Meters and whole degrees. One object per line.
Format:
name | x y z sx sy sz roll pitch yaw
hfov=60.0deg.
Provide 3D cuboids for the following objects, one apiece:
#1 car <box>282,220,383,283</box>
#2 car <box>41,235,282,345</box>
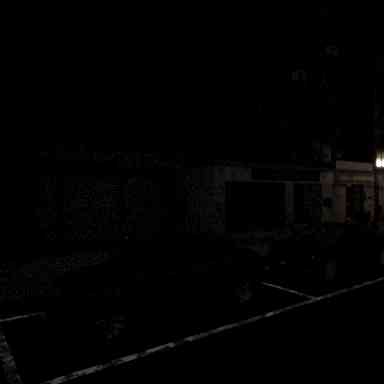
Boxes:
car | 4.101 1.543 9.686 4.507 1.381 1.887 0 0 -35
car | -0.515 1.566 6.397 4.313 1.339 1.947 0 0 -35
